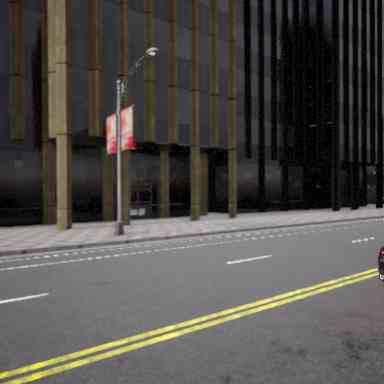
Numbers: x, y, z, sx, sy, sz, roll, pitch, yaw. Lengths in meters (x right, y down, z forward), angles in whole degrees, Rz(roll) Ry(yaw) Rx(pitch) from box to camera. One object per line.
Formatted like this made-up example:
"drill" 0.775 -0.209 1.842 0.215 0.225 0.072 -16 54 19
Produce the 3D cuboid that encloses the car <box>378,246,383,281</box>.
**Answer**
"car" 6.309 1.461 7.937 4.892 1.490 1.837 0 0 -35
